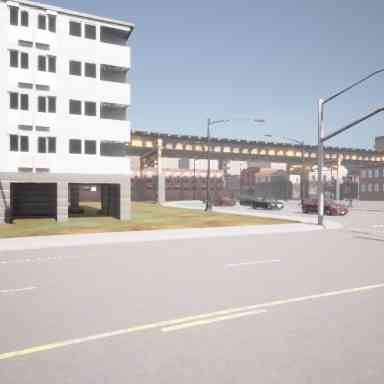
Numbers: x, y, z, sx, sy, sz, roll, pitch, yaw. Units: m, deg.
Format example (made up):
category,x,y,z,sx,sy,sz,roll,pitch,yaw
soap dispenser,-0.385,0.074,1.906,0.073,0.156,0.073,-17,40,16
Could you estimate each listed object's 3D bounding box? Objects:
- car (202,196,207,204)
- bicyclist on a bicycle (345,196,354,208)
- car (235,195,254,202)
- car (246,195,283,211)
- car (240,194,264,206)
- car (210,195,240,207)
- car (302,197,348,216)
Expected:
category,x,y,z,sx,sy,sz,roll,pitch,yaw
car,3.078,1.506,63.787,1.837,1.490,4.892,0,0,8
bicyclist on a bicycle,20.487,1.303,43.306,1.656,1.620,0.582,0,0,-25
car,11.954,1.525,75.704,2.128,1.511,4.902,0,0,41
car,9.294,1.491,41.358,2.128,1.511,4.902,0,0,-25
car,9.009,1.491,50.850,2.128,1.511,4.902,0,0,-23
car,5.012,1.477,51.080,1.882,1.535,5.008,0,0,-20
car,13.153,1.352,33.082,2.097,1.767,4.553,0,0,-25
